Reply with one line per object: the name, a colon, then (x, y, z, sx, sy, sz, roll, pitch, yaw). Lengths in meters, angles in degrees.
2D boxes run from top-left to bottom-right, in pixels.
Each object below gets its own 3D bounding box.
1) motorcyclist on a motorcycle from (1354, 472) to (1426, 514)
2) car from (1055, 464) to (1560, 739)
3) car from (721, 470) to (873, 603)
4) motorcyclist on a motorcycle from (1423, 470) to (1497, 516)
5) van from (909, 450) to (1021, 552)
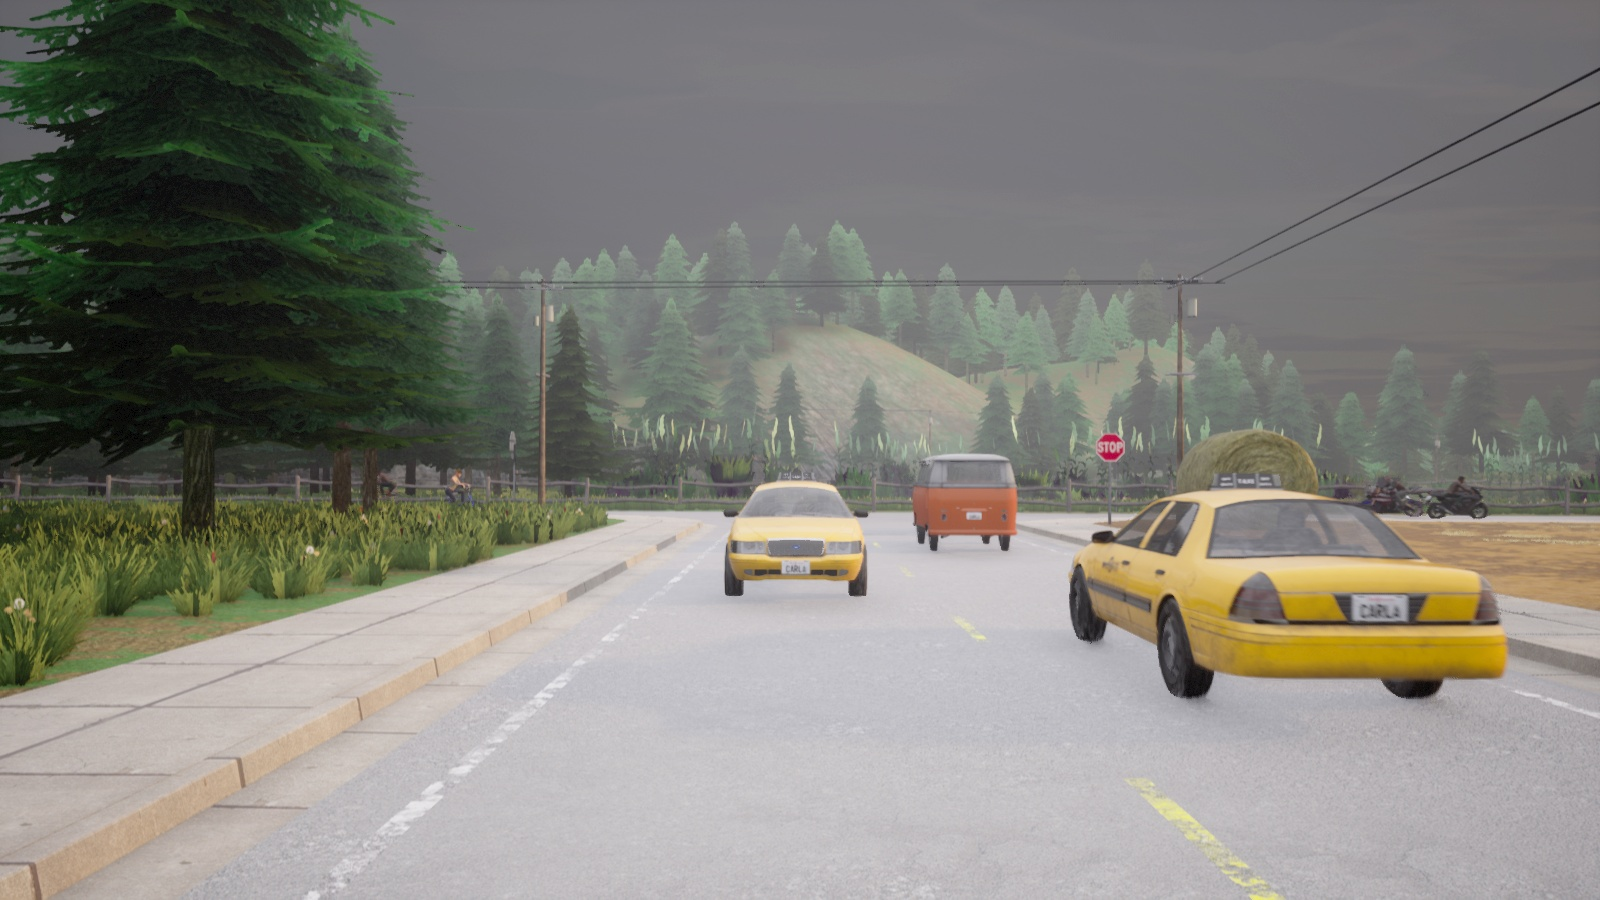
motorcyclist on a motorcycle: (21.431, 1.555, 45.635, 2.191, 1.530, 0.866, 0, -1, 3)
car: (3.474, 0.921, 9.936, 1.801, 1.575, 5.366, 0, -1, 0)
car: (-0.046, 1.073, 17.584, 1.801, 1.575, 5.366, 0, -1, 0)
motorcyclist on a motorcycle: (22.109, 1.435, 42.103, 2.044, 1.523, 0.797, 0, -1, 3)
van: (3.429, 1.040, 26.826, 1.775, 1.987, 4.442, 0, -1, 0)
